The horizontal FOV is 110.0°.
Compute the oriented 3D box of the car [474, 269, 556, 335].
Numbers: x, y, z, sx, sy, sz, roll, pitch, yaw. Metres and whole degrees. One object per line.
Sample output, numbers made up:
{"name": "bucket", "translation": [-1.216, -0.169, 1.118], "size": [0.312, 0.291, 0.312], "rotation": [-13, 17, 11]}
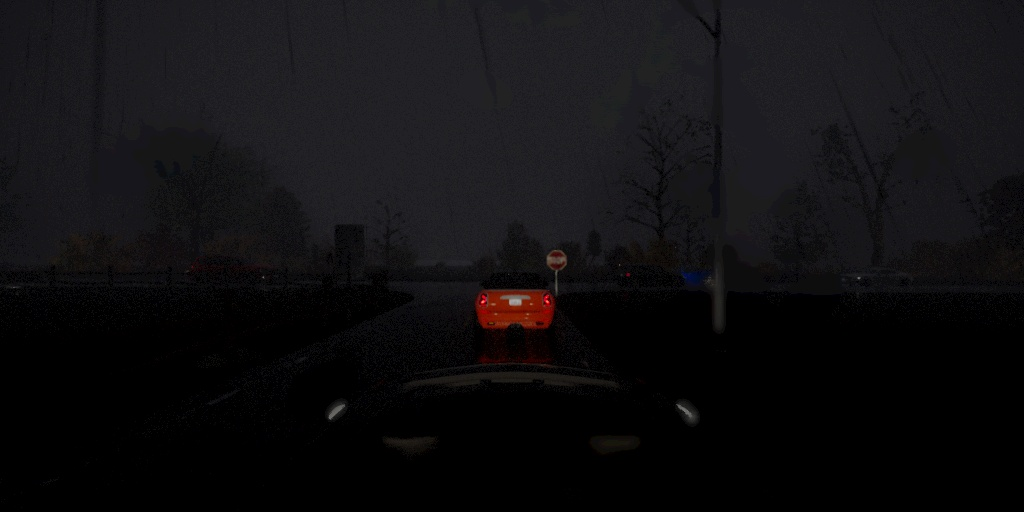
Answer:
{"name": "car", "translation": [0.064, 1.168, 10.947], "size": [2.097, 1.767, 4.553], "rotation": [0, 0, -1]}

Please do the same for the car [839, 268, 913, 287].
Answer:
{"name": "car", "translation": [28.413, 1.663, 28.019], "size": [4.674, 1.442, 1.812], "rotation": [0, 0, 0]}

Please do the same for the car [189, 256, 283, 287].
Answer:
{"name": "car", "translation": [-19.209, 1.017, 25.082], "size": [5.566, 2.045, 2.150], "rotation": [0, 0, 0]}

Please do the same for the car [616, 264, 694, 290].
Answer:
{"name": "car", "translation": [9.711, 1.359, 24.995], "size": [4.553, 1.767, 2.097], "rotation": [0, 0, -6]}

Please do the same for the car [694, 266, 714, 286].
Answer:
{"name": "car", "translation": [13.542, 1.511, 28.024], "size": [5.008, 1.535, 1.882], "rotation": [0, 0, 0]}

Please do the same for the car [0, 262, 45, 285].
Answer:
{"name": "car", "translation": [-35.973, 1.147, 25.095], "size": [5.008, 1.535, 1.882], "rotation": [1, 0, 0]}
